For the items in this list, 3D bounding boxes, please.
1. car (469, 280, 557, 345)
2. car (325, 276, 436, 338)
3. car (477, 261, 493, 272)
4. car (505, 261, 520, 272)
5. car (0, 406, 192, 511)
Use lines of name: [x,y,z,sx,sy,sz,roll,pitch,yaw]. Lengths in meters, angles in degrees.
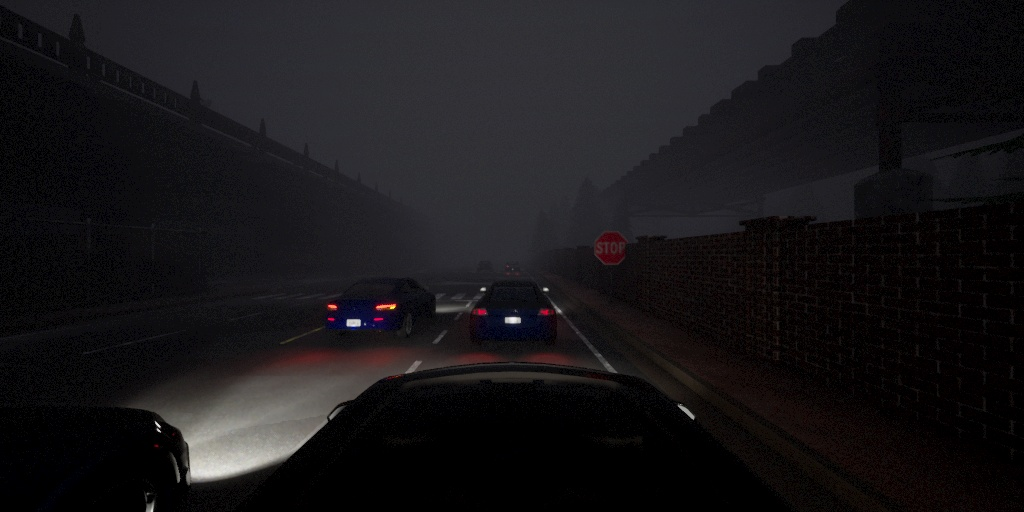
car: [0.062,1.314,9.511,1.994,1.385,4.181,0,0,1]
car: [-3.420,1.275,10.031,1.812,1.442,4.674,0,0,0]
car: [-3.429,1.296,46.048,2.033,1.411,5.357,0,0,-1]
car: [0.065,1.350,46.238,1.895,1.301,4.718,0,0,-1]
car: [-3.399,1.314,0.935,1.994,1.385,4.181,0,0,0]
